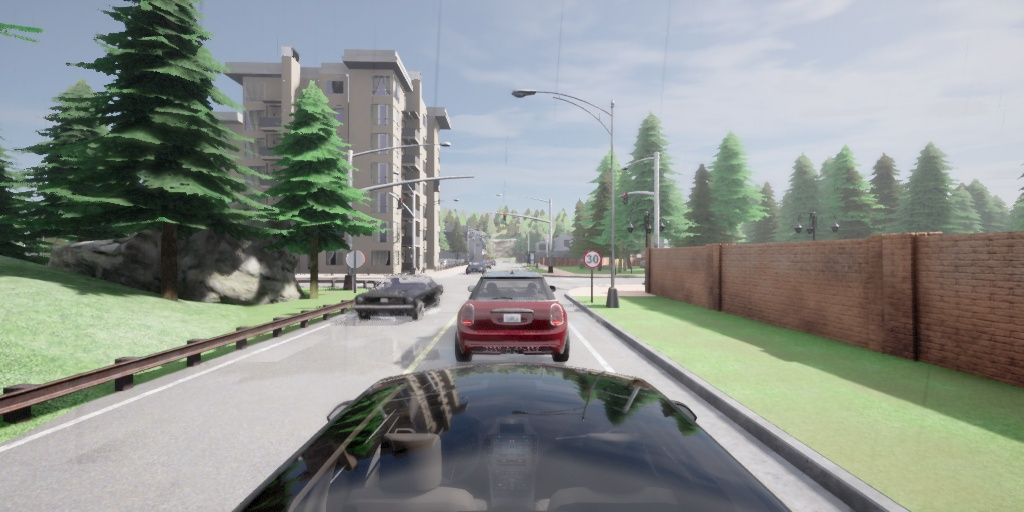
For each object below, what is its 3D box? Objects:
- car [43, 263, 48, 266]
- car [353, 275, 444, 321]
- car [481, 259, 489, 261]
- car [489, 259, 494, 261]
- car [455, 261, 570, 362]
[{"bbox_3d":[-30.933,0.987,24.692,5.566,2.045,2.150,0,0,-1],"label":"car"},{"bbox_3d":[-3.694,1.351,12.509,1.895,1.301,4.718,0,0,-1],"label":"car"},{"bbox_3d":[-3.926,1.313,39.256,1.994,1.385,4.181,0,0,0],"label":"car"},{"bbox_3d":[-4.051,1.239,54.257,2.128,1.511,4.902,0,0,0],"label":"car"},{"bbox_3d":[0.004,1.102,8.384,2.097,1.767,4.553,0,0,0],"label":"car"}]
